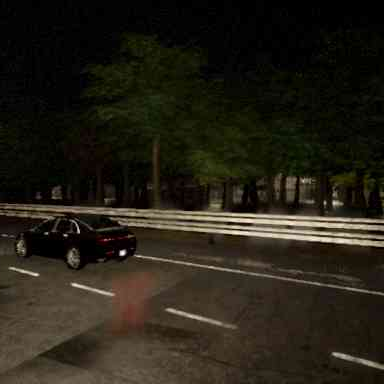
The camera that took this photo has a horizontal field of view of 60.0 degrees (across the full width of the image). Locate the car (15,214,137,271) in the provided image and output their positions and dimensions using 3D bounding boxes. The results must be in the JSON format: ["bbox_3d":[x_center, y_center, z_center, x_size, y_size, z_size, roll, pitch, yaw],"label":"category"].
[{"bbox_3d":[-3.976,1.507,11.011,4.892,1.490,1.837,0,0,36],"label":"car"}]
